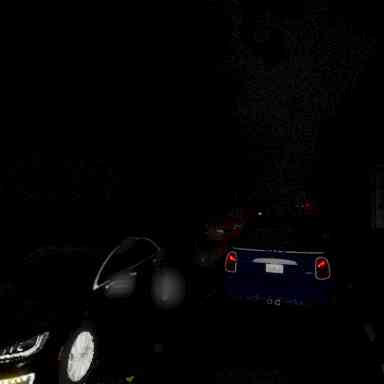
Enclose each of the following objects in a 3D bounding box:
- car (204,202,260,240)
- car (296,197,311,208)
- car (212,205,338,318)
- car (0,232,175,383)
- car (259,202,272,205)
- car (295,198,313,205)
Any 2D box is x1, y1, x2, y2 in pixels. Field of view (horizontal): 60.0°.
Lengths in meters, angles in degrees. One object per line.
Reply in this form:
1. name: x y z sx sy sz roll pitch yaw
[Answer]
1. car: 2.051 1.489 16.978 1.882 1.535 5.008 0 0 19
2. car: 15.669 1.470 46.629 1.994 1.385 4.181 0 0 19
3. car: 2.141 1.357 7.823 2.097 1.767 4.553 0 0 19
4. car: -1.743 1.509 5.532 1.837 1.490 4.892 0 0 16
5. car: 6.081 1.567 28.508 1.994 1.385 4.181 0 0 19
6. car: 12.610 1.511 37.688 2.033 1.411 5.357 0 0 20
